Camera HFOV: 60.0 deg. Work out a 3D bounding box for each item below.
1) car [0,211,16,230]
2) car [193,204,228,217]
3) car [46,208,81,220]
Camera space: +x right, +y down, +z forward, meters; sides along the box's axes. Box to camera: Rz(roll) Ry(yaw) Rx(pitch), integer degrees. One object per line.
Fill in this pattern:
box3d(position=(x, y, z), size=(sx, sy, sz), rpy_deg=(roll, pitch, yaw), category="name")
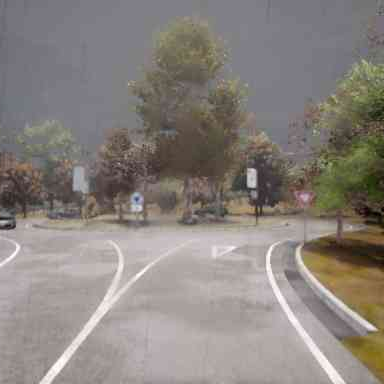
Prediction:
box3d(position=(-15.966, 2.307, 27.543), size=(2.128, 1.511, 4.902), rpy_deg=(1, -3, -37), category="car")
box3d(position=(2.998, 3.001, 53.163), size=(5.566, 2.045, 2.150), rpy_deg=(0, -2, 22), category="car")
box3d(position=(-17.554, 3.018, 45.686), size=(1.837, 1.490, 4.892), rpy_deg=(-3, -3, 31), category="car")
